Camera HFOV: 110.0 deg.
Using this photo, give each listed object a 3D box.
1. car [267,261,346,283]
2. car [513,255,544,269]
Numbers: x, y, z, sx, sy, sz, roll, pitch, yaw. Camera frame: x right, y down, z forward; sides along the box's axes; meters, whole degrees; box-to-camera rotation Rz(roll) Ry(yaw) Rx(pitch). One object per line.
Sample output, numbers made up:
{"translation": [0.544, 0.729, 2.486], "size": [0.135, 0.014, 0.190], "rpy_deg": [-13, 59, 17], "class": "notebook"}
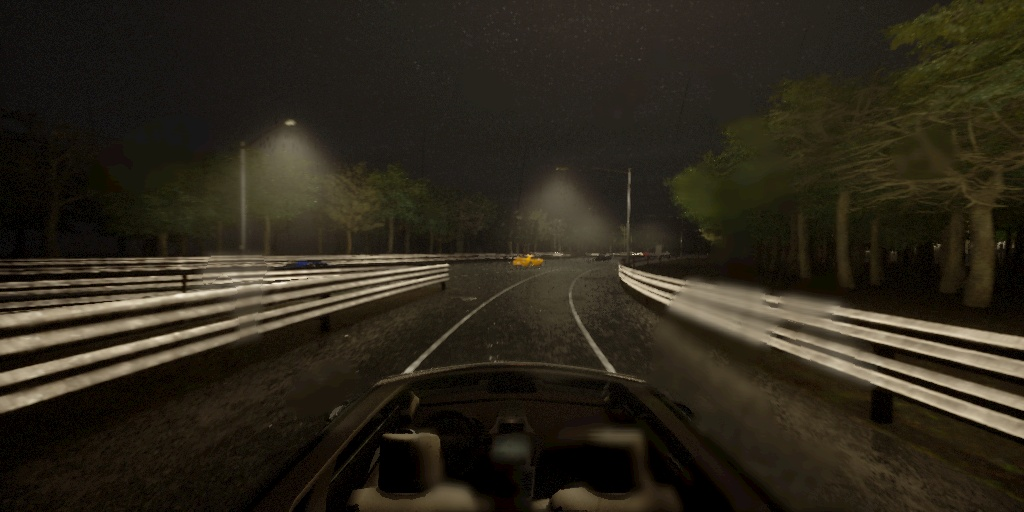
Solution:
{"translation": [-11.314, 1.011, 20.602], "size": [1.812, 1.442, 4.674], "rpy_deg": [2, 2, 32], "class": "car"}
{"translation": [2.033, 0.615, 41.924], "size": [1.882, 1.535, 5.008], "rpy_deg": [2, 2, 32], "class": "car"}
